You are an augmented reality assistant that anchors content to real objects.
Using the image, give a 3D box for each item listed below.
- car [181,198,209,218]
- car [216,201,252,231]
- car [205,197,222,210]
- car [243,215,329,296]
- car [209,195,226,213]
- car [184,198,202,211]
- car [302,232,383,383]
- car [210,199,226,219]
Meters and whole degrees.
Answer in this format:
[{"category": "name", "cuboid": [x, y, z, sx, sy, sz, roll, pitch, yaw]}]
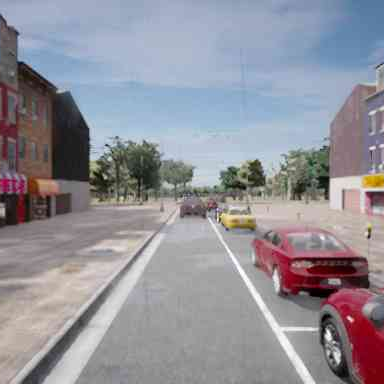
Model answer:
[{"category": "car", "cuboid": [0.112, 1.269, 29.338, 2.097, 1.767, 4.553, 0, 0, 0]}, {"category": "car", "cuboid": [2.644, 1.461, 19.652, 1.752, 1.417, 4.829, 0, 0, 0]}, {"category": "car", "cuboid": [2.653, 1.417, 41.833, 1.752, 1.417, 4.829, 0, 0, 0]}, {"category": "car", "cuboid": [2.641, 1.515, 8.391, 1.887, 1.381, 4.507, 0, 0, 0]}, {"category": "car", "cuboid": [2.650, 1.218, 36.117, 2.192, 1.841, 5.009, 0, 0, 0]}, {"category": "car", "cuboid": [0.113, 1.461, 39.626, 1.994, 1.385, 4.181, 0, 0, 0]}, {"category": "car", "cuboid": [2.639, 1.430, 2.845, 1.967, 1.590, 4.097, 0, 0, 0]}, {"category": "car", "cuboid": [2.646, 1.476, 25.026, 2.008, 1.369, 4.403, 0, 0, 0]}]
